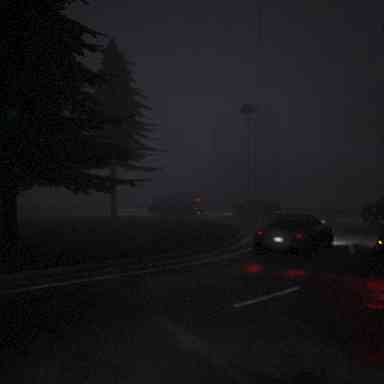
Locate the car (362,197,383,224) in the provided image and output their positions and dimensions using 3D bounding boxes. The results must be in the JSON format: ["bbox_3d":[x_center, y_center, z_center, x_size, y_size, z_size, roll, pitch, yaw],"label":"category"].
[{"bbox_3d":[12.387,1.069,19.502,2.150,2.045,5.566,0,0,-3],"label":"car"}]

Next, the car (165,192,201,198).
[{"bbox_3d":[-1.615,1.031,36.368,5.566,2.045,2.150,0,0,14],"label":"car"}]

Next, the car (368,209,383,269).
[{"bbox_3d":[6.712,1.446,10.062,1.812,1.442,4.674,1,1,34],"label":"car"}]

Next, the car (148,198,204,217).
[{"bbox_3d":[-1.468,1.449,29.171,4.718,1.301,1.895,0,0,25],"label":"car"}]

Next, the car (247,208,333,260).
[{"bbox_3d":[3.847,1.483,12.296,1.994,1.385,4.181,0,1,33],"label":"car"}]

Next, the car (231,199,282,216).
[{"bbox_3d":[5.352,1.332,28.112,1.837,1.490,4.892,1,-1,-36],"label":"car"}]
